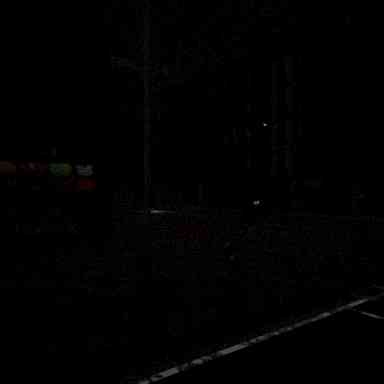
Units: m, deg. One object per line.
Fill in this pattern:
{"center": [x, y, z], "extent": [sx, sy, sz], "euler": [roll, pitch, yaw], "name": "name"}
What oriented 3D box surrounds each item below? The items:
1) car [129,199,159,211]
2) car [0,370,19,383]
{"center": [-6.256, 1.647, 42.740], "extent": [2.033, 1.411, 5.357], "euler": [0, 0, -35], "name": "car"}
{"center": [-2.753, 1.566, 0.846], "extent": [4.313, 1.339, 1.947], "euler": [0, 0, -36], "name": "car"}
